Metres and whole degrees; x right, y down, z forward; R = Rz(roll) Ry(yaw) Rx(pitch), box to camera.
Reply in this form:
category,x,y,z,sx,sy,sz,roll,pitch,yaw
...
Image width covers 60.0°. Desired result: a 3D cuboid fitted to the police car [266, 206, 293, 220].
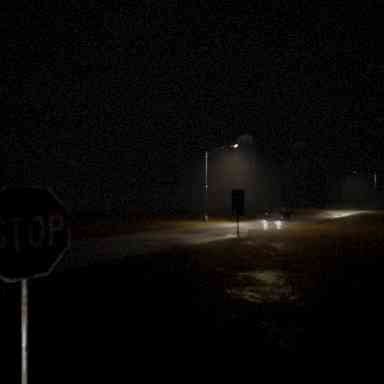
category,x,y,z,sx,sy,sz,roll,pitch,yaw
police car,10.471,2.478,39.991,1.930,1.638,5.238,-1,-1,36
